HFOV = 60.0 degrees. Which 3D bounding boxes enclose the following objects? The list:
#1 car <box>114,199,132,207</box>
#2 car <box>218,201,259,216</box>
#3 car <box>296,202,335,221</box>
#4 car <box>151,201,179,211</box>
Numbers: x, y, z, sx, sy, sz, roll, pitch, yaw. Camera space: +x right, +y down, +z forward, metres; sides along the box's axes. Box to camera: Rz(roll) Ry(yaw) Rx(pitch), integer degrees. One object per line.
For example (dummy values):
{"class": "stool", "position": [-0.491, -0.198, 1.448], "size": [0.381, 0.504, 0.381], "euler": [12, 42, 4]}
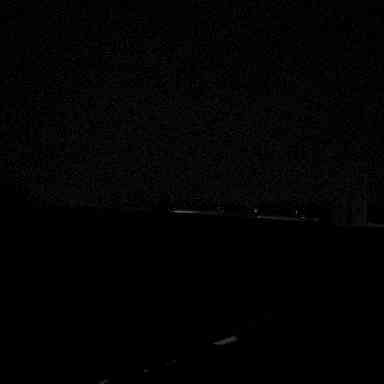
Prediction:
{"class": "car", "position": [-13.390, 2.032, 64.270], "size": [1.882, 1.535, 5.008], "euler": [1, -1, -36]}
{"class": "car", "position": [4.750, 1.638, 34.143], "size": [2.128, 1.511, 4.902], "euler": [1, -1, -36]}
{"class": "car", "position": [10.573, 1.564, 26.163], "size": [2.128, 1.511, 4.902], "euler": [1, -1, -37]}
{"class": "car", "position": [-3.677, 1.881, 45.832], "size": [1.895, 1.301, 4.718], "euler": [1, -1, -36]}
